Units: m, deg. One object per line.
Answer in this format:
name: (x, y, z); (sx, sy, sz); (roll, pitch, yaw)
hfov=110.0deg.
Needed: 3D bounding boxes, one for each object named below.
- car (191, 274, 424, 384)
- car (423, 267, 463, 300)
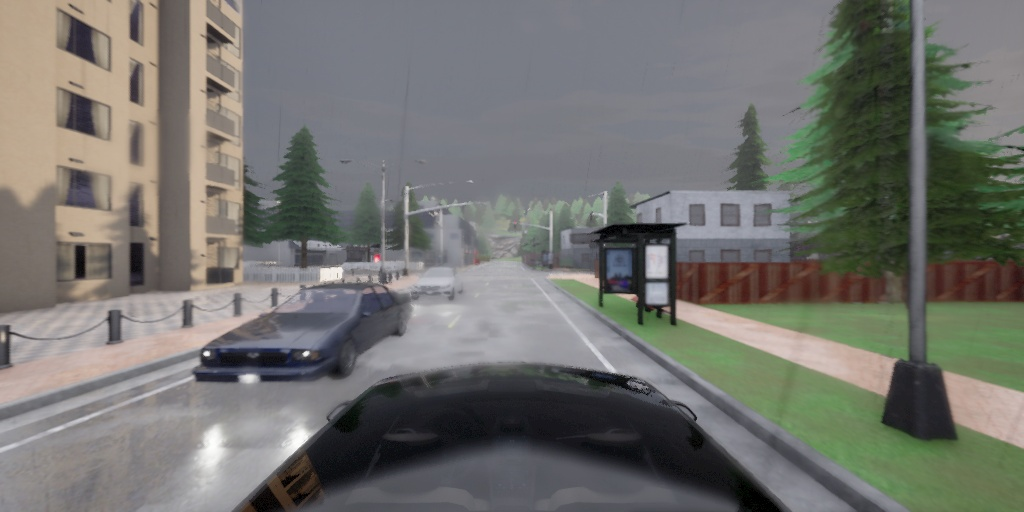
car: (-3.596, 1.298, 7.571); (2.033, 1.411, 5.357); (0, 0, 0)
car: (-3.507, 1.274, 17.642); (1.812, 1.442, 4.674); (0, 0, 0)
